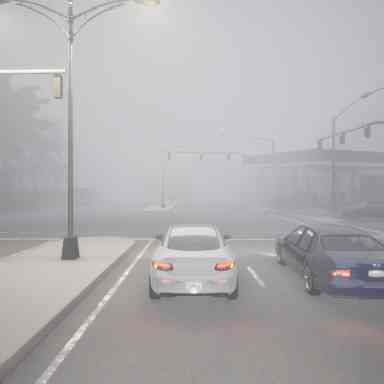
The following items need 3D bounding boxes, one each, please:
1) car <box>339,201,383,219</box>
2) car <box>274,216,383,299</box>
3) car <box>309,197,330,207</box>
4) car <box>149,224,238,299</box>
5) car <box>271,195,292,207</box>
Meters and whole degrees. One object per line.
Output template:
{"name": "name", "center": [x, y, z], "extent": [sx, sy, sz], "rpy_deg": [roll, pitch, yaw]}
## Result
{"name": "car", "center": [14.744, 1.526, 27.801], "extent": [4.674, 1.442, 1.812], "rpy_deg": [0, 0, -1]}
{"name": "car", "center": [3.508, 1.547, 8.611], "extent": [2.033, 1.411, 5.357], "rpy_deg": [0, 0, 3]}
{"name": "car", "center": [18.622, 1.456, 48.737], "extent": [1.970, 1.475, 3.806], "rpy_deg": [0, 0, 0]}
{"name": "car", "center": [0.029, 1.526, 8.303], "extent": [1.812, 1.442, 4.674], "rpy_deg": [0, 0, 0]}
{"name": "car", "center": [12.882, 1.295, 47.935], "extent": [2.242, 1.667, 4.611], "rpy_deg": [0, 0, 0]}
